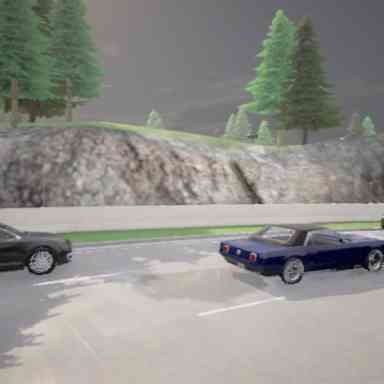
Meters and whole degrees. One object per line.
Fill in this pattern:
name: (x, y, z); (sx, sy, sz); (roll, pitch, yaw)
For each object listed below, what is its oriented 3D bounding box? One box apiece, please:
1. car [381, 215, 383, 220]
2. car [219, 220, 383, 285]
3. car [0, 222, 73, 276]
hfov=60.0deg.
car: (11.462, 1.428, 15.847); (4.902, 1.511, 2.128); (0, 0, -14)
car: (3.225, 1.543, 9.177); (4.718, 1.301, 1.895); (0, 0, -25)
car: (-5.556, 1.404, 8.379); (4.892, 1.490, 1.837); (0, 0, -35)
